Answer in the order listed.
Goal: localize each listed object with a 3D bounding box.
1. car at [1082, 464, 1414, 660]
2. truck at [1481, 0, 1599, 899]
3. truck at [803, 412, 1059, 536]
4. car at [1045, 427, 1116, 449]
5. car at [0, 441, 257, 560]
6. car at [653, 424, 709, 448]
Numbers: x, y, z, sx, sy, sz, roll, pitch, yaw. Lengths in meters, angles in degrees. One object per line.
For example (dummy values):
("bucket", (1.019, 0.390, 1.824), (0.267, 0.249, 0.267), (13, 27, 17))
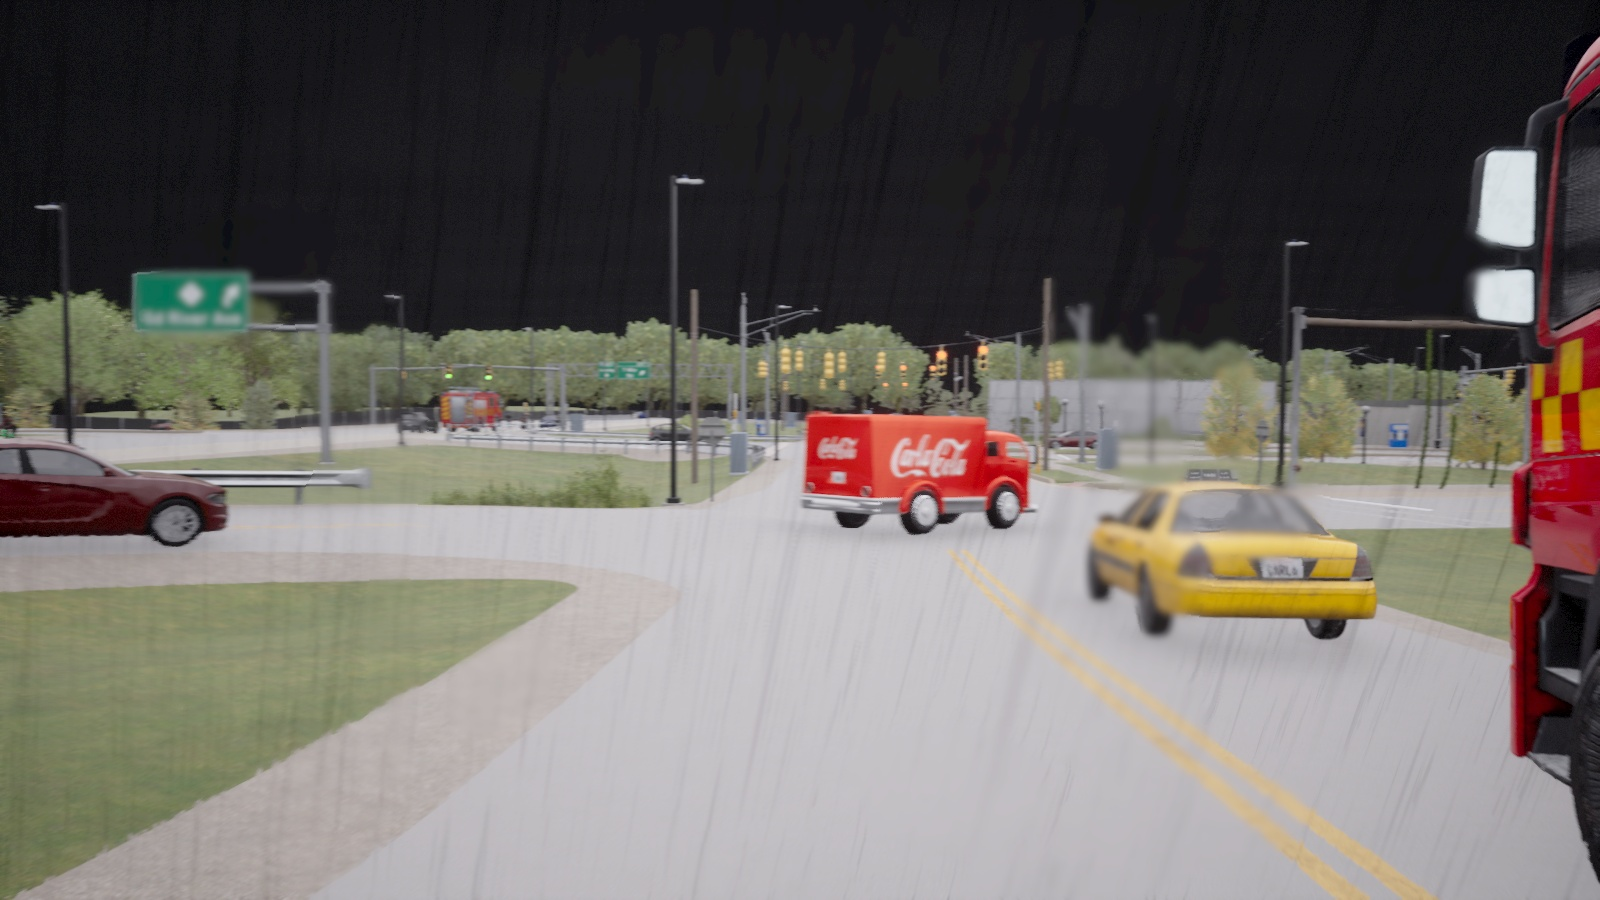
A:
("car", (4.268, 0.944, 12.977), (1.801, 1.575, 5.366), (0, 0, 3))
("truck", (3.478, -0.323, 1.323), (2.891, 3.827, 8.468), (0, -1, 15))
("truck", (2.936, 0.475, 27.598), (5.204, 2.467, 2.627), (0, 1, -38))
("car", (20.780, -0.900, 93.094), (4.792, 1.488, 2.163), (0, 2, -1))
("car", (-10.728, 0.677, 18.029), (5.008, 1.535, 1.882), (1, 2, -40))
("car", (-8.146, -0.952, 86.153), (3.705, 1.549, 1.789), (0, 3, 0))
